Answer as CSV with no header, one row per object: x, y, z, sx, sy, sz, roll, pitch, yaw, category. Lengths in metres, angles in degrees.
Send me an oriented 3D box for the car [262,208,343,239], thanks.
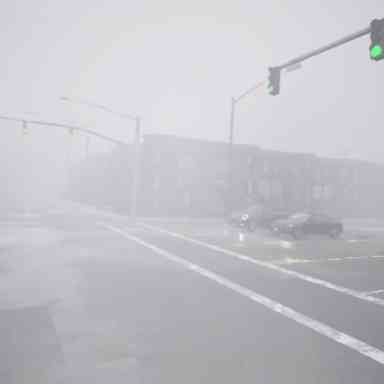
6.679,1.870,19.234,4.674,1.442,1.812,3,0,-27,car

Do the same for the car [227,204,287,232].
4.591,1.601,22.084,4.553,1.767,2.097,3,0,-27,car
